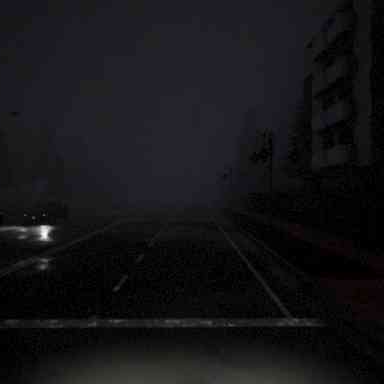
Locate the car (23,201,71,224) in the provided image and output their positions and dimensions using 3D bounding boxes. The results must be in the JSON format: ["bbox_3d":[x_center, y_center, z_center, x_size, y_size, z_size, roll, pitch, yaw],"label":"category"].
[{"bbox_3d":[-10.580,1.478,24.640,1.837,1.490,4.892,0,0,0],"label":"car"}]

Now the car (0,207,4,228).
[{"bbox_3d":[-10.596,1.206,14.562,2.150,2.045,5.566,0,0,0],"label":"car"}]
